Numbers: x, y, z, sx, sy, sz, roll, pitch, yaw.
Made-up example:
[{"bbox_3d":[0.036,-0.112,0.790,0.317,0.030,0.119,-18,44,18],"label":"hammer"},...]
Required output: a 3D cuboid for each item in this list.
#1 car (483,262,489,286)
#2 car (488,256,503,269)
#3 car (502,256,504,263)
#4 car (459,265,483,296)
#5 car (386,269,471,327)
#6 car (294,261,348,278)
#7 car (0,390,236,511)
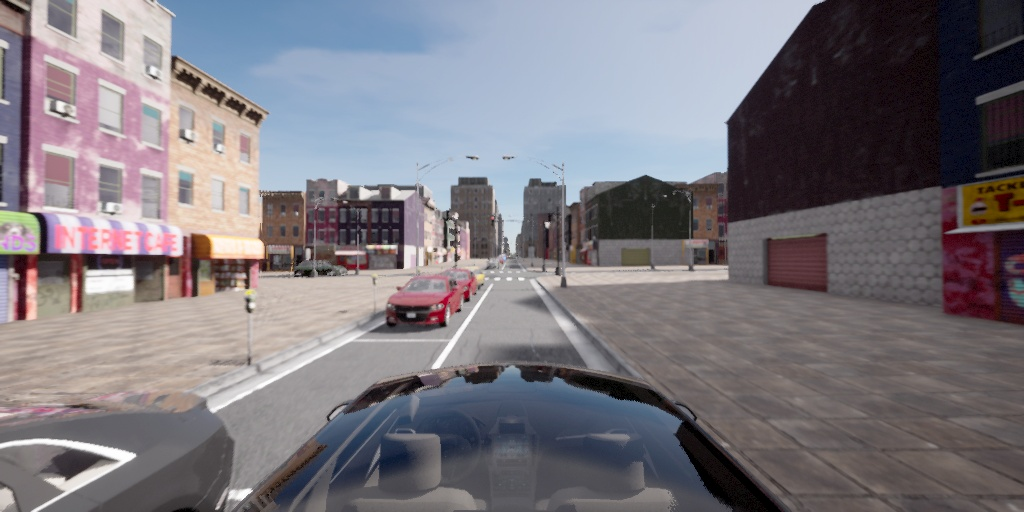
[{"bbox_3d":[-2.634,1.249,22.499,1.751,1.417,4.829,0,0,0],"label":"car"},{"bbox_3d":[-2.631,1.099,49.771,2.007,1.370,4.403,0,0,0],"label":"car"},{"bbox_3d":[-2.631,1.032,55.250,1.751,1.417,4.829,0,0,0],"label":"car"},{"bbox_3d":[-2.635,1.290,17.132,1.888,1.381,4.507,0,0,0],"label":"car"},{"bbox_3d":[-2.636,1.302,11.595,1.888,1.381,4.507,0,0,0],"label":"car"},{"bbox_3d":[-18.486,1.223,34.825,4.553,1.767,2.097,-1,-1,0],"label":"car"},{"bbox_3d":[-2.637,1.298,0.521,2.007,1.370,4.403,0,0,0],"label":"car"}]
